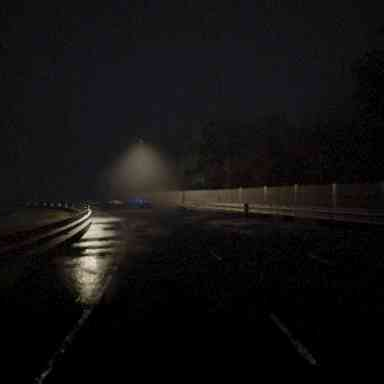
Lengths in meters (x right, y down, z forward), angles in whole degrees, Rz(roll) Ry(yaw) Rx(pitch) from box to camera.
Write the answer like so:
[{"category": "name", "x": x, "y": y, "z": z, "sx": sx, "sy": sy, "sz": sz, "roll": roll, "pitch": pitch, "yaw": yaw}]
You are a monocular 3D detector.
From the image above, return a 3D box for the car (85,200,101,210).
[{"category": "car", "x": -16.856, "y": 2.180, "z": 56.174, "sx": 1.837, "sy": 1.490, "sz": 4.892, "roll": 1, "pitch": -1, "yaw": -33}]

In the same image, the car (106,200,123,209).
[{"category": "car", "x": -13.344, "y": 2.167, "z": 57.161, "sx": 2.128, "sy": 1.511, "sz": 4.902, "roll": 0, "pitch": -1, "yaw": -32}]

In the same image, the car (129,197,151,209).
[{"category": "car", "x": -8.860, "y": 1.878, "z": 56.680, "sx": 2.150, "sy": 2.045, "sz": 5.566, "roll": 1, "pitch": -1, "yaw": -31}]
